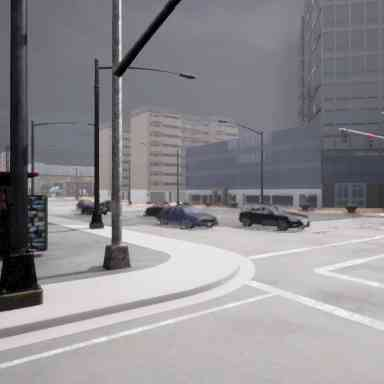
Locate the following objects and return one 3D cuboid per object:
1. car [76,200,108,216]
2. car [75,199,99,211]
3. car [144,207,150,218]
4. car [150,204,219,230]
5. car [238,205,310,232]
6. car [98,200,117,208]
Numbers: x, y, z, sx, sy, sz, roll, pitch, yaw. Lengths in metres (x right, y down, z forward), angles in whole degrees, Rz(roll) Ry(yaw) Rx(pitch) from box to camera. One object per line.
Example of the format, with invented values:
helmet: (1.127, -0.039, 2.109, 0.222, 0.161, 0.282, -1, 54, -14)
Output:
car: (-11.016, 1.945, 37.269, 1.994, 1.385, 4.181, 0, -1, -36)
car: (-15.793, 1.923, 49.934, 2.097, 1.767, 4.553, 0, -1, -36)
car: (-2.933, 1.814, 32.078, 1.994, 1.385, 4.181, 0, -1, -36)
car: (-0.484, 1.681, 22.745, 2.033, 1.411, 5.357, 0, -1, -36)
car: (5.064, 1.579, 21.068, 2.128, 1.511, 4.902, 0, 0, -36)
car: (-15.863, 2.281, 62.138, 1.994, 1.385, 4.181, 0, -1, -36)
